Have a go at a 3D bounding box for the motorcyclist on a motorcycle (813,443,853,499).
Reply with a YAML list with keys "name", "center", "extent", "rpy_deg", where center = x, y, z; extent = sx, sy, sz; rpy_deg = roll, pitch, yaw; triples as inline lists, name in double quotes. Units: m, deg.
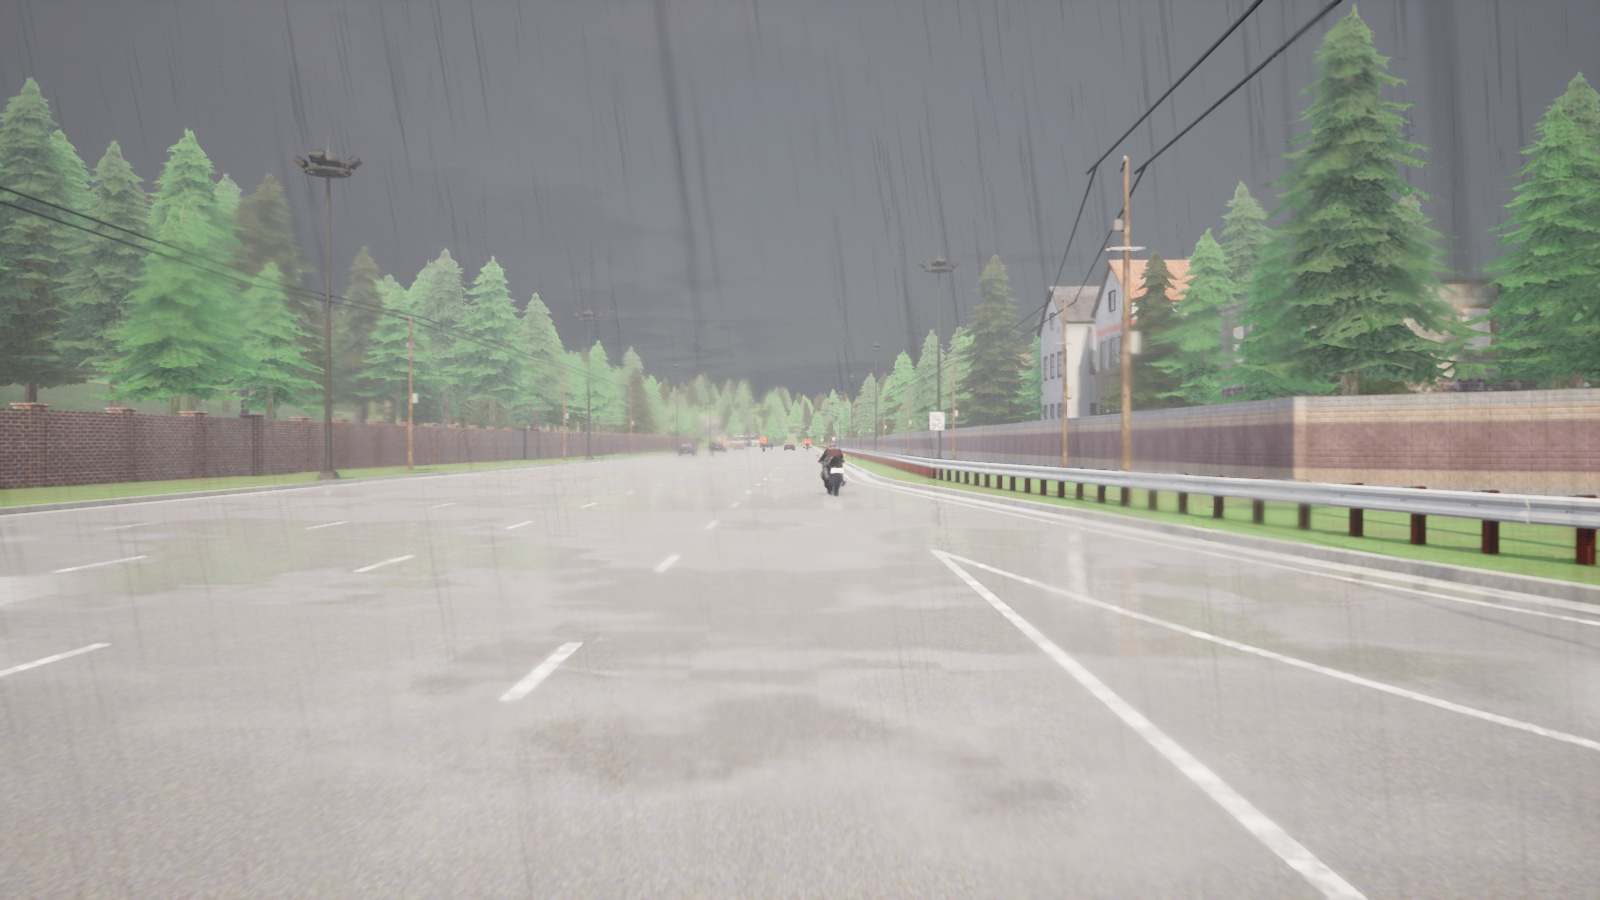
- name: "motorcyclist on a motorcycle"
  center: [0.919, 0.582, 35.600]
  extent: [0.866, 1.530, 2.191]
  rpy_deg: [0, 0, -5]
